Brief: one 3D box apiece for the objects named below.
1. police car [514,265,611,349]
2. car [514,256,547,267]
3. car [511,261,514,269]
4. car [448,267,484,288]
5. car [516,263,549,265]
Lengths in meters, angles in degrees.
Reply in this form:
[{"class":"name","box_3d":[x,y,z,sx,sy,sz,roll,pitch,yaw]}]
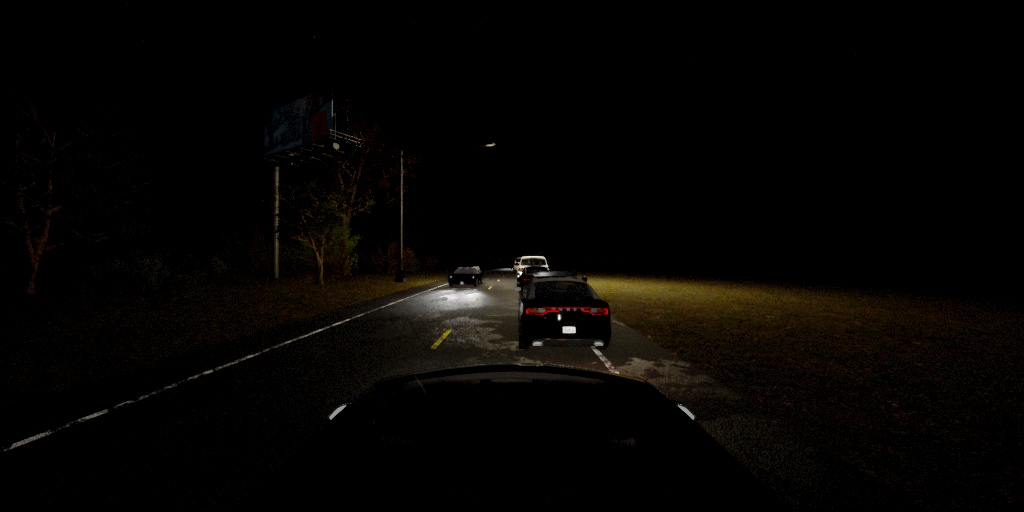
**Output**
[{"class":"police car","box_3d":[1.099,1.184,9.297,1.930,1.638,5.238,0,0,1]},{"class":"car","box_3d":[1.444,1.044,25.161,2.150,2.045,5.566,0,0,2]},{"class":"car","box_3d":[1.391,1.203,46.506,2.150,2.045,5.566,0,0,4]},{"class":"car","box_3d":[-3.090,1.419,24.797,1.895,1.301,4.718,0,0,2]},{"class":"car","box_3d":[1.276,1.296,19.152,1.837,1.490,4.892,0,0,1]}]
